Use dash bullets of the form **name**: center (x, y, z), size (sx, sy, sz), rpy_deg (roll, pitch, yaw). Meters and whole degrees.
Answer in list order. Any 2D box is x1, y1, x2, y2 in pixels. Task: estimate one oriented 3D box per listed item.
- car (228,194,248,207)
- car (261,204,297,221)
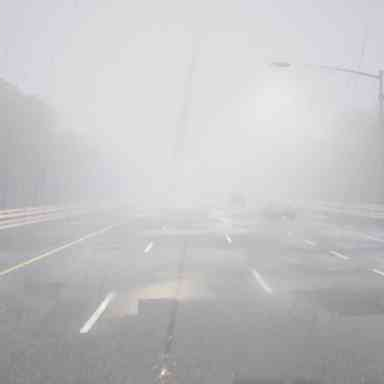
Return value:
- **car**: center (7.037, 1.276, 52.967), size (2.150, 2.045, 5.566), rpy_deg (0, 0, 0)
- **car**: center (7.005, 1.608, 27.406), size (1.895, 1.301, 4.718), rpy_deg (0, 0, 0)
